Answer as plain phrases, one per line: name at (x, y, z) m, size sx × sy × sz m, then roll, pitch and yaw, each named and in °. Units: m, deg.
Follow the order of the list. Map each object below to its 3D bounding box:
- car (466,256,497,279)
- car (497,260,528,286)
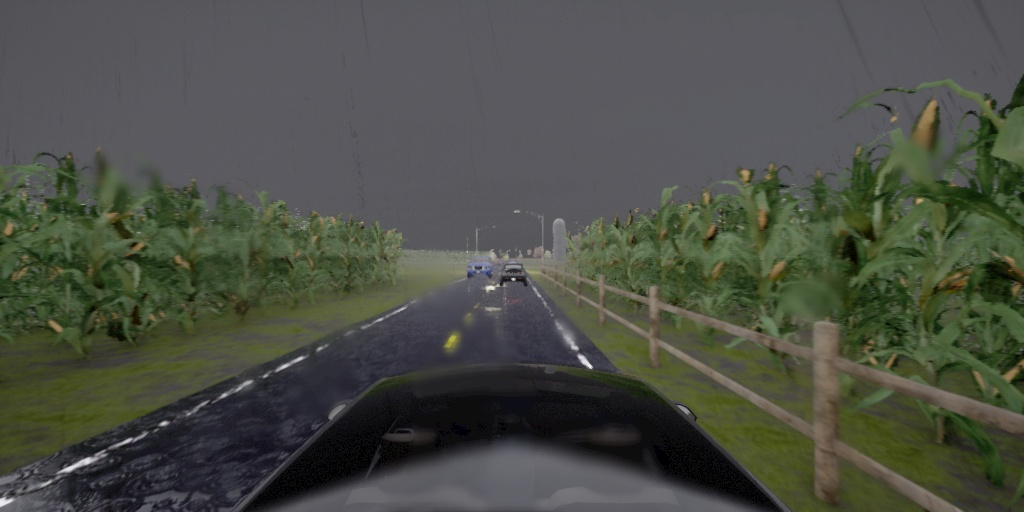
car at (-2.851, 0.988, 33.073) m, size 2.150 × 2.045 × 5.566 m, roll 0°, pitch 0°, yaw 0°
car at (0.096, 1.265, 25.688) m, size 1.837 × 1.490 × 4.892 m, roll 0°, pitch 0°, yaw 0°
